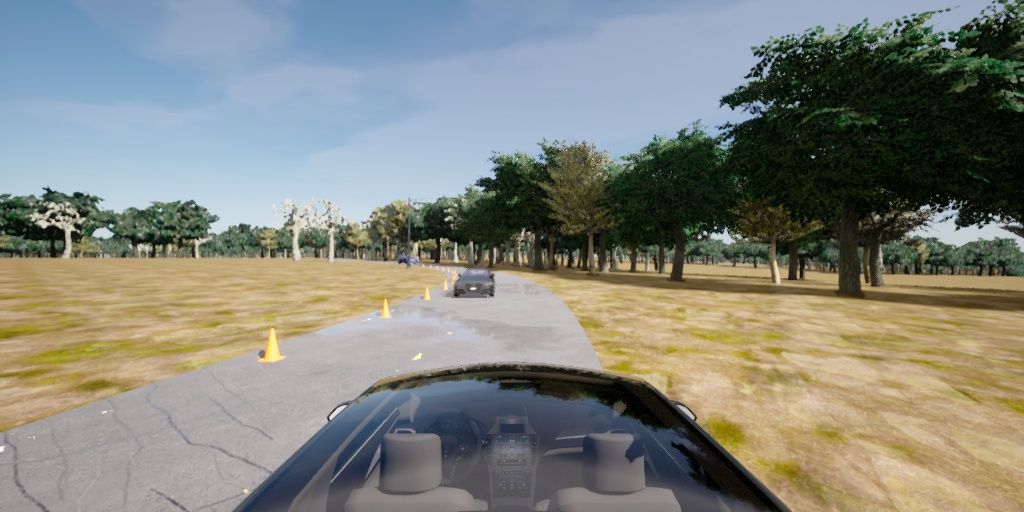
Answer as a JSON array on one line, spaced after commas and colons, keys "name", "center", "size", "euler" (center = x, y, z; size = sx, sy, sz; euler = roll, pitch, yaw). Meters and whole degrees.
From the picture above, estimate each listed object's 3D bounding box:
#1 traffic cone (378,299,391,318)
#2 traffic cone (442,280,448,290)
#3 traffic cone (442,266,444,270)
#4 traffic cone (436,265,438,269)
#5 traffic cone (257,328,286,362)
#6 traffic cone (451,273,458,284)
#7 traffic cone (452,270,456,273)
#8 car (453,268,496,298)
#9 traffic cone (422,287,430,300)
[{"name": "traffic cone", "center": [-4.125, 1.691, 11.679], "size": [0.340, 0.580, 0.340], "euler": [0, 0, 4]}, {"name": "traffic cone", "center": [-3.979, 1.715, 21.393], "size": [0.340, 0.580, 0.340], "euler": [0, 0, -2]}, {"name": "traffic cone", "center": [-9.559, 1.707, 49.889], "size": [0.340, 0.580, 0.340], "euler": [0, 0, -20]}, {"name": "traffic cone", "center": [-11.341, 1.683, 54.409], "size": [0.340, 0.580, 0.340], "euler": [0, 0, -23]}, {"name": "traffic cone", "center": [-4.578, 1.681, 6.842], "size": [0.340, 0.580, 0.340], "euler": [0, 0, 7]}, {"name": "traffic cone", "center": [-4.286, 1.724, 26.242], "size": [0.340, 0.580, 0.340], "euler": [0, 0, -5]}, {"name": "traffic cone", "center": [-4.844, 1.730, 31.068], "size": [0.340, 0.580, 0.340], "euler": [0, 0, -8]}, {"name": "car", "center": [-1.828, 1.333, 18.687], "size": [1.994, 1.385, 4.181], "euler": [0, 0, -1]}, {"name": "traffic cone", "center": [-3.926, 1.704, 16.534], "size": [0.340, 0.580, 0.340], "euler": [0, 0, 1]}]
